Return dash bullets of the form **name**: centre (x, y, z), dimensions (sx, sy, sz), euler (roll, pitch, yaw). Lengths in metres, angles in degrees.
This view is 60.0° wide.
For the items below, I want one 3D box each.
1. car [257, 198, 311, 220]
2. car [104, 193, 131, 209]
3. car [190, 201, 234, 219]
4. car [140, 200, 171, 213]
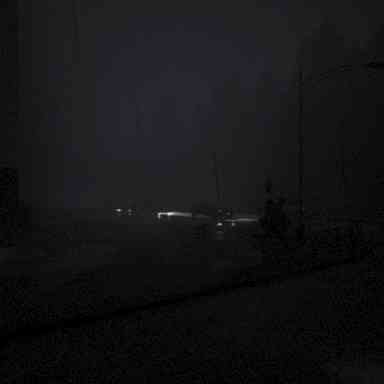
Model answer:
- **car**: centre (7.652, 1.352, 28.102), dimensions (2.097, 1.767, 4.553), euler (0, 0, -35)
- **car**: centre (-10.413, 1.221, 46.220), dimensions (2.150, 2.045, 5.566), euler (0, 0, -35)
- **car**: centre (1.641, 1.526, 29.400), dimensions (1.812, 1.442, 4.674), euler (0, 0, -36)
- **car**: centre (-4.170, 1.564, 37.481), dimensions (1.994, 1.385, 4.181), euler (0, 0, -35)
